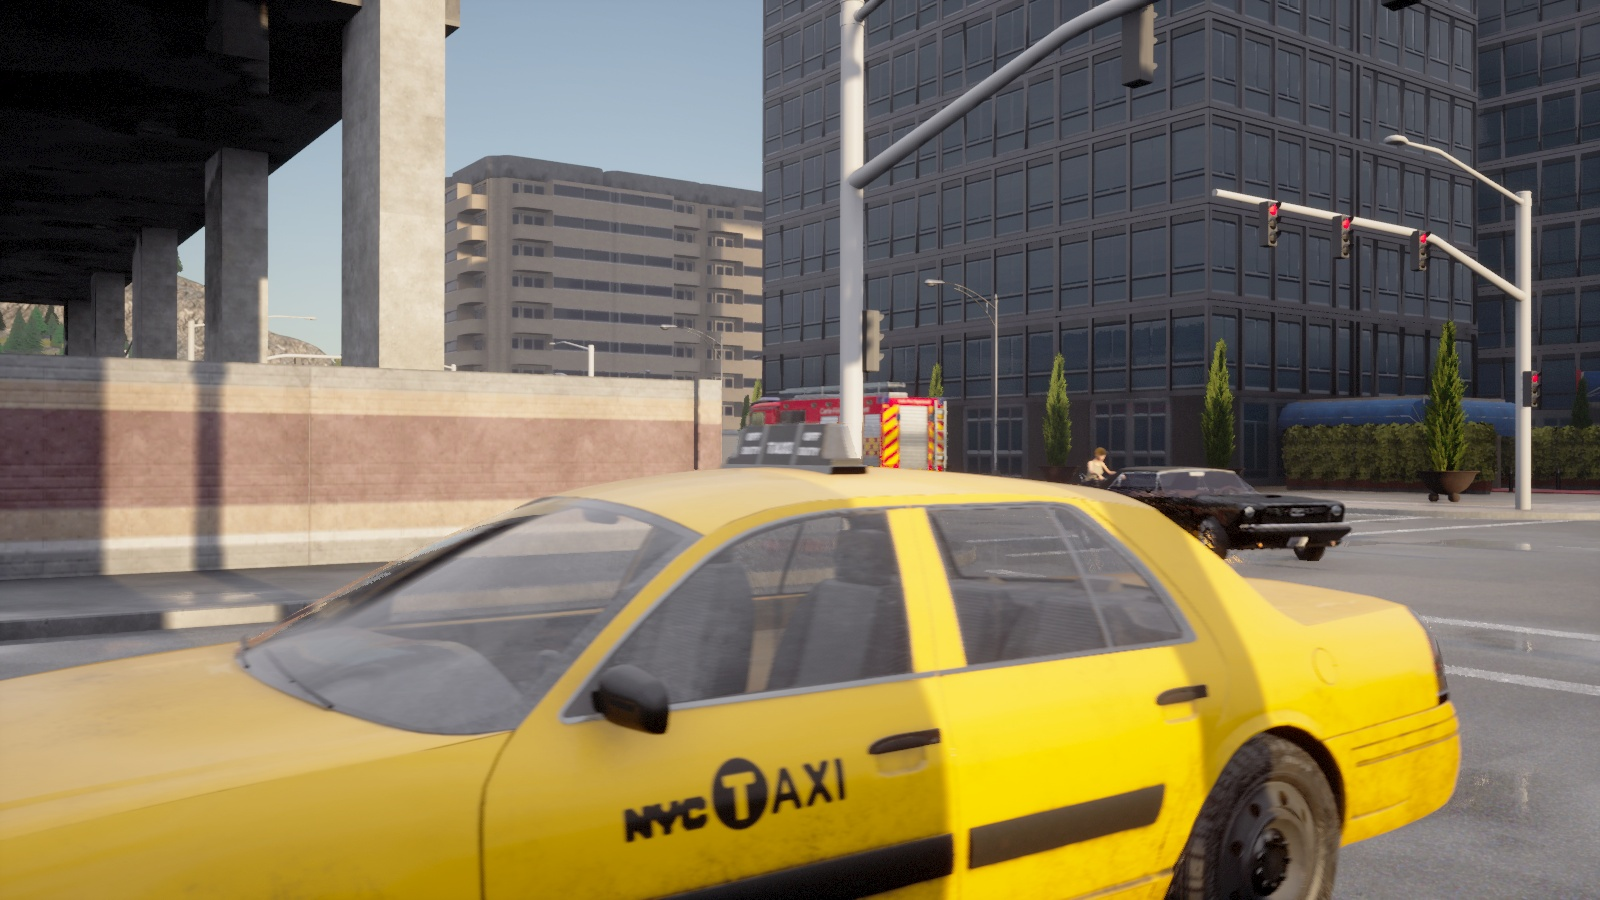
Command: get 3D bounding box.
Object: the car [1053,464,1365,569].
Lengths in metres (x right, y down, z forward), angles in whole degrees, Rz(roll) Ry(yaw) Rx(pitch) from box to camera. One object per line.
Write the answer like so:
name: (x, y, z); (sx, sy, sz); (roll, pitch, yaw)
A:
car: (5.824, 0.878, 18.607); (1.895, 1.301, 4.718); (0, 0, -20)

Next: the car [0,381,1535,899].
car: (-0.179, 0.693, 3.537); (5.366, 1.575, 1.801); (0, 0, -35)

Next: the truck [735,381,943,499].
truck: (1.181, -0.313, 44.816); (2.891, 3.827, 8.468); (0, 0, -35)
